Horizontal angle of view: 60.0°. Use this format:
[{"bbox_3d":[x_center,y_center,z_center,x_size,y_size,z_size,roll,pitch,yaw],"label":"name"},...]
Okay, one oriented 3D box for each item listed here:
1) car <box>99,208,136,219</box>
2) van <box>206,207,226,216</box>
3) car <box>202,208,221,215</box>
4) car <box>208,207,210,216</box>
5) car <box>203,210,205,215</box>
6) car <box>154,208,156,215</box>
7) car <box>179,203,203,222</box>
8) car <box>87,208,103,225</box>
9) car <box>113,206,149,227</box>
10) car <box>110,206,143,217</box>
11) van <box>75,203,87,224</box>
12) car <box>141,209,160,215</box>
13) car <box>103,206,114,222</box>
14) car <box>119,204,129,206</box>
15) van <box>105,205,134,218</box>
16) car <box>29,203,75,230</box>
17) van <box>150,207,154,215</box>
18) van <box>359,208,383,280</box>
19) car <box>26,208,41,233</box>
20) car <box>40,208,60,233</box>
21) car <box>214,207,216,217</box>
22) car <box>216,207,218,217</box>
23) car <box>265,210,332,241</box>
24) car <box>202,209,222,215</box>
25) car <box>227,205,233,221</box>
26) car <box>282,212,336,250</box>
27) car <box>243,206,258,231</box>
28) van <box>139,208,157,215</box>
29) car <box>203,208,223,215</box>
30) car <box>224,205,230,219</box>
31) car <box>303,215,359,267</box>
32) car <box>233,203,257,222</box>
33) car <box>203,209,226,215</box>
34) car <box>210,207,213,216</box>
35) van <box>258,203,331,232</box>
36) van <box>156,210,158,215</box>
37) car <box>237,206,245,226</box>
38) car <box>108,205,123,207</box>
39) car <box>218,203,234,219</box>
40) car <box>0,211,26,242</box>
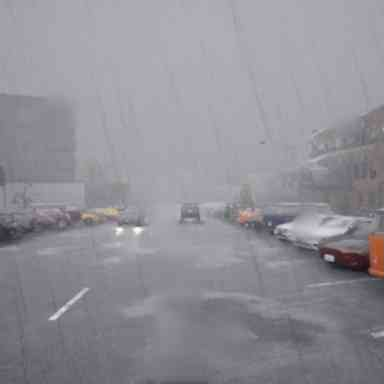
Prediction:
[{"bbox_3d":[-11.626,3.290,52.003,5.366,1.575,1.946,0,-3,-21],"label":"car"},{"bbox_3d":[5.638,4.518,78.299,4.442,1.987,1.878,2,-4,-21],"label":"van"},{"bbox_3d":[5.217,5.288,90.014,4.553,1.767,2.185,2,-4,-21],"label":"car"},{"bbox_3d":[5.917,3.564,57.730,5.008,1.535,2.097,2,-4,-21],"label":"car"},{"bbox_3d":[5.659,4.404,72.381,5.008,1.535,2.097,2,-3,-21],"label":"car"},{"bbox_3d":[-11.919,4.888,81.944,4.553,1.767,2.185,0,-3,-19],"label":"car"},{"bbox_3d":[-0.214,2.280,37.421,2.150,2.045,5.566,0,-3,-1],"label":"car"},{"bbox_3d":[-11.376,2.291,31.085,5.366,1.575,1.946,0,-3,-20],"label":"car"},{"bbox_3d":[-5.225,2.226,29.259,1.837,1.490,4.892,0,-2,0],"label":"car"},{"bbox_3d":[-11.969,3.551,60.910,5.566,2.045,2.435,0,-3,-21],"label":"car"},{"bbox_3d":[-11.417,1.949,28.080,4.442,1.987,1.878,0,-3,-20],"label":"van"},{"bbox_3d":[-11.832,5.703,93.907,5.008,1.535,2.097,0,-3,-19],"label":"car"},{"bbox_3d":[-11.581,2.578,37.008,4.792,1.488,2.163,0,-3,-21],"label":"car"},{"bbox_3d":[-11.784,2.879,48.949,5.566,2.045,2.435,0,-3,-21],"label":"car"},{"bbox_3d":[-11.957,3.232,54.895,4.442,1.987,1.878,0,-3,-21],"label":"van"},{"bbox_3d":[-11.469,1.939,25.046,4.553,1.767,2.185,0,-2,-20],"label":"car"},{"bbox_3d":[-12.084,4.614,78.900,4.442,1.987,1.878,0,-3,-20],"label":"van"},{"bbox_3d":[6.518,1.316,7.950,4.442,1.987,1.878,1,-1,-20],"label":"van"},{"bbox_3d":[-11.485,1.890,19.038,4.792,1.488,2.163,0,-2,-20],"label":"car"},{"bbox_3d":[-11.472,1.999,22.041,4.674,1.452,2.002,0,-2,-20],"label":"car"},{"bbox_3d":[6.091,2.930,46.010,5.008,1.535,2.097,2,-3,-21],"label":"car"},{"bbox_3d":[6.142,2.788,43.082,5.008,1.535,2.097,2,-3,-21],"label":"car"},{"bbox_3d":[6.373,1.800,16.695,4.674,1.452,2.002,1,-2,-20],"label":"car"},{"bbox_3d":[5.344,5.276,87.081,4.792,1.488,2.163,2,-4,-21],"label":"car"},{"bbox_3d":[6.257,2.273,31.356,4.892,1.521,2.231,2,-3,-20],"label":"car"},{"bbox_3d":[6.388,1.715,13.757,4.674,1.452,2.002,1,-1,-20],"label":"car"},{"bbox_3d":[6.340,1.946,22.563,5.008,1.535,2.097,2,-2,-20],"label":"car"},{"bbox_3d":[-11.977,5.305,90.885,4.442,1.987,1.878,0,-3,-19],"label":"van"},{"bbox_3d":[5.360,4.951,84.125,4.553,1.767,2.185,2,-4,-21],"label":"car"},{"bbox_3d":[6.229,2.391,34.292,4.892,1.521,2.231,2,-3,-21],"label":"car"},{"bbox_3d":[6.369,1.627,10.824,4.792,1.488,2.163,1,-1,-20],"label":"car"},{"bbox_3d":[6.260,2.030,28.425,4.553,1.767,2.185,2,-3,-20],"label":"car"},{"bbox_3d":[5.466,4.908,81.180,5.008,1.535,2.097,2,-3,-21],"label":"car"},{"bbox_3d":[5.942,3.273,54.800,4.553,1.767,2.185,2,-4,-21],"label":"car"},{"bbox_3d":[6.463,1.627,19.679,4.442,1.987,1.878,1,-2,-20],"label":"van"},{"bbox_3d":[-11.815,4.962,84.982,4.442,1.987,1.878,0,-4,-19],"label":"van"},{"bbox_3d":[6.286,2.078,25.477,4.792,1.488,2.163,2,-2,-20],"label":"car"},{"bbox_3d":[-11.469,2.680,40.050,5.366,1.575,1.946,0,-3,-21],"label":"car"},{"bbox_3d":[6.233,2.268,37.247,5.566,2.045,2.435,2,-3,-20],"label":"car"},{"bbox_3d":[-11.424,1.518,16.085,5.566,2.045,2.435,0,-2,-20],"label":"car"}]
